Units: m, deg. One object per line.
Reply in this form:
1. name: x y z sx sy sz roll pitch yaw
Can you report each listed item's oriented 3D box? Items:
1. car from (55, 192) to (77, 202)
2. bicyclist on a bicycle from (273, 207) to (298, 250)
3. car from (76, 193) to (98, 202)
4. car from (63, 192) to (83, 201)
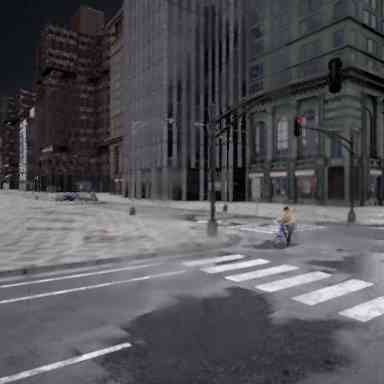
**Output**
1. car: -20.282 0.813 52.771 2.033 1.411 5.357 0 1 -35
2. bicyclist on a bicycle: 3.661 1.392 13.010 1.509 1.612 0.866 -1 0 -36
3. car: -16.221 0.835 52.297 1.812 1.442 4.674 0 1 -35
4. car: -21.219 0.743 59.262 2.033 1.411 5.357 0 1 -35
